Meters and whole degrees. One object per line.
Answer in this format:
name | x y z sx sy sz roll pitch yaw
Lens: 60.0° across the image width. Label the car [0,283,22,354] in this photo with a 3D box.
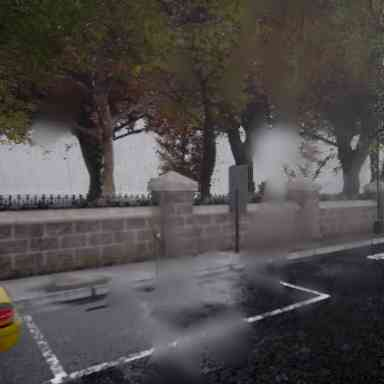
car | -4.475 1.527 3.371 4.829 1.417 1.752 0 0 -35
